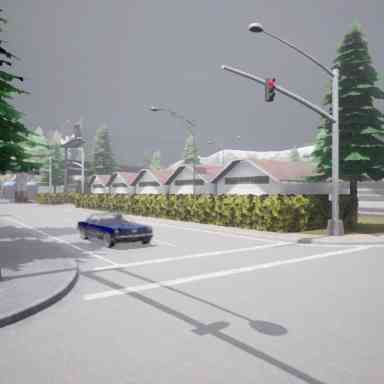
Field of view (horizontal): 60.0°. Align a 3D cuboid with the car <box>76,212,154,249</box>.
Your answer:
[{"bbox_3d":[-3.578,1.617,14.997,1.895,1.301,4.718,0,0,-36],"label":"car"}]
